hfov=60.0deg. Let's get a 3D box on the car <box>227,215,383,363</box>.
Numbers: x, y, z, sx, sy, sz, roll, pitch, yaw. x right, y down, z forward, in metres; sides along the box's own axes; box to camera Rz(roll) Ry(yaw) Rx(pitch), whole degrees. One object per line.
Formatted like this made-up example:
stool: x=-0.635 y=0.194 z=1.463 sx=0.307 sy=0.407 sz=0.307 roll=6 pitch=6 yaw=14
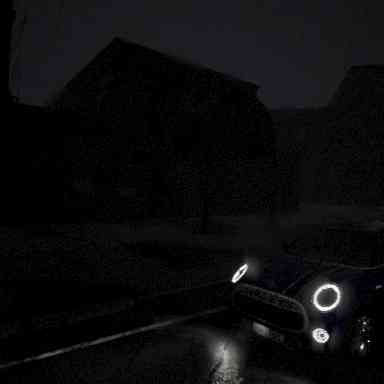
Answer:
car: x=2.795 y=1.354 z=6.026 sx=4.553 sy=1.767 sz=2.097 roll=0 pitch=0 yaw=-36
